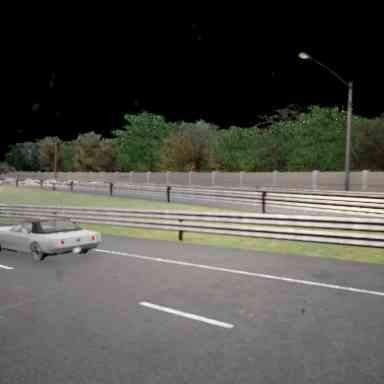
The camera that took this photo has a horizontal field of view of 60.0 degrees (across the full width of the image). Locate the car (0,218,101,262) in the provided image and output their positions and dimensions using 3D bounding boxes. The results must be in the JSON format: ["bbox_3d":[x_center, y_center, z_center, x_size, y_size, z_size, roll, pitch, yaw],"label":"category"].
[{"bbox_3d":[-5.568,1.615,12.193,4.718,1.301,1.895,0,0,36],"label":"car"}]
